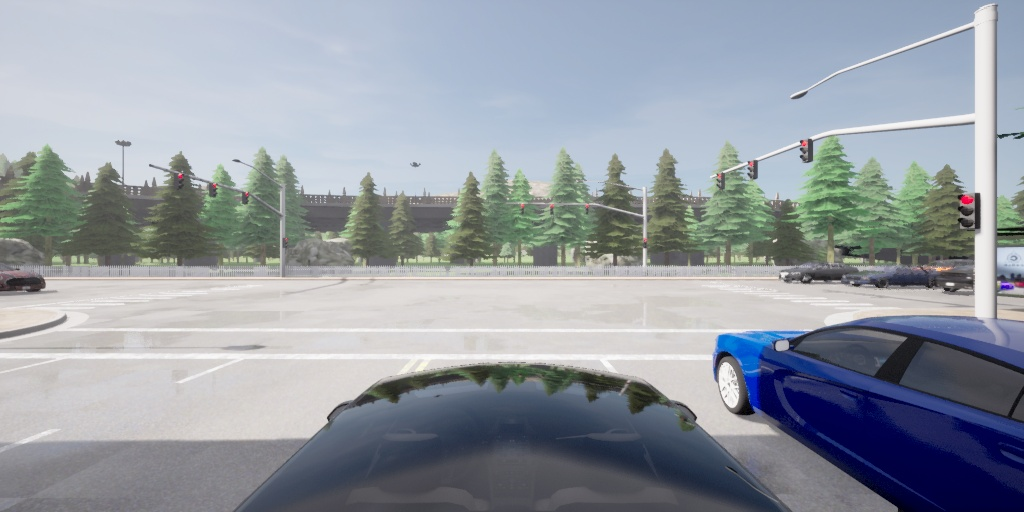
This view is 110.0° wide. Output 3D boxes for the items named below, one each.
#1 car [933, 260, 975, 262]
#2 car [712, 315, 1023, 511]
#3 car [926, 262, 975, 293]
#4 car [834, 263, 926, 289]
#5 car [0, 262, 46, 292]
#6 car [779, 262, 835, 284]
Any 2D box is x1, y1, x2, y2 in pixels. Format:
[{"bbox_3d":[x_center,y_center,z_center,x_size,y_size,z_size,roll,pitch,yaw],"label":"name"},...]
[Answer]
[{"bbox_3d":[30.842,1.046,25.358,4.553,1.767,2.097,0,0,2],"label":"car"},{"bbox_3d":[3.641,1.228,2.940,1.882,1.535,5.008,0,0,2],"label":"car"},{"bbox_3d":[24.818,1.199,18.331,4.892,1.490,1.837,0,0,0],"label":"car"},{"bbox_3d":[23.559,1.242,22.025,5.357,1.411,2.033,0,0,0],"label":"car"},{"bbox_3d":[-27.080,1.047,18.309,4.553,1.767,2.097,0,0,-1],"label":"car"},{"bbox_3d":[21.751,1.186,25.510,4.902,1.511,2.128,0,0,0],"label":"car"}]
